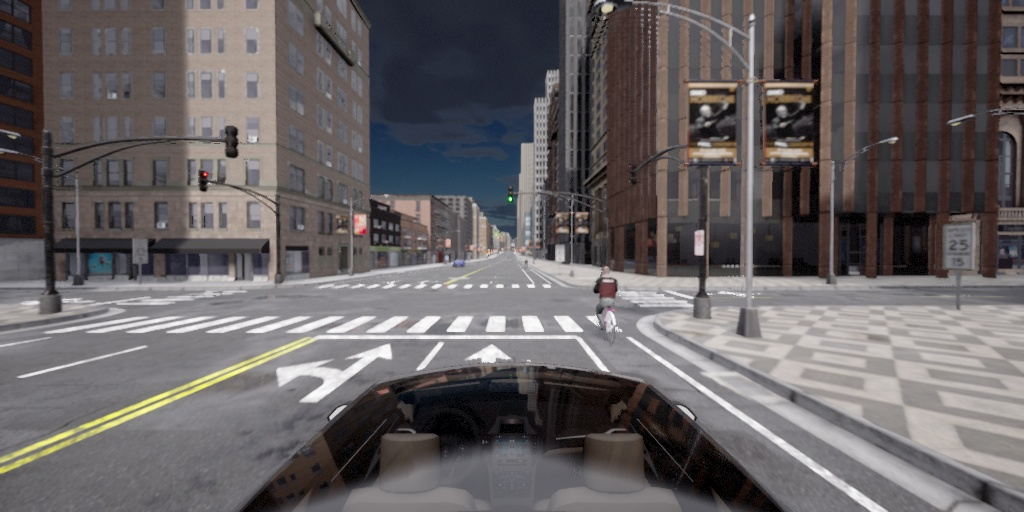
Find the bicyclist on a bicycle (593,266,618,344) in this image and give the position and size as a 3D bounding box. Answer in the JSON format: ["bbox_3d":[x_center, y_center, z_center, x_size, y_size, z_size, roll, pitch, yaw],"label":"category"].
[{"bbox_3d":[2.252,1.133,8.770,0.659,1.776,1.843,0,0,0],"label":"bicyclist on a bicycle"}]

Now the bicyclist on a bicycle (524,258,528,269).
[{"bbox_3d":[2.265,1.239,56.845,0.659,1.776,1.843,0,0,0],"label":"bicyclist on a bicycle"}]
